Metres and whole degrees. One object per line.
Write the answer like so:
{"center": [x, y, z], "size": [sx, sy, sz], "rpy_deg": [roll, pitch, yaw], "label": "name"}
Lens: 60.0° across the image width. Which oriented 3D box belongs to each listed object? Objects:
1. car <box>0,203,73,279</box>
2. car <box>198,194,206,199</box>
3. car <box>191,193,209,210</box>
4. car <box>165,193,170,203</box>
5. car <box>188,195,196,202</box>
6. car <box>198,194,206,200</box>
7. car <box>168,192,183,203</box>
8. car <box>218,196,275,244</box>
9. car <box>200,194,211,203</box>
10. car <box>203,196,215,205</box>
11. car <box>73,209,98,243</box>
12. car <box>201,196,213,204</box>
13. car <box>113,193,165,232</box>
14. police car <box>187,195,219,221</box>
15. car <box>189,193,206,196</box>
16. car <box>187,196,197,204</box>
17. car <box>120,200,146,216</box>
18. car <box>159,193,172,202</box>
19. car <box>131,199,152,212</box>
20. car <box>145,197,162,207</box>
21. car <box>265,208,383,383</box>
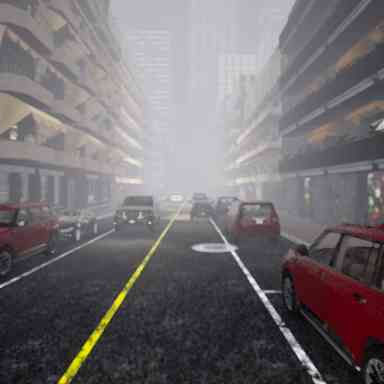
{"center": [-5.689, 1.285, 10.033], "size": [2.192, 1.841, 5.009], "rpy_deg": [-1, 0, 0], "label": "car"}
{"center": [2.725, 1.281, 94.032], "size": [2.008, 1.369, 4.403], "rpy_deg": [-1, 0, 0], "label": "car"}
{"center": [0.921, 1.100, 42.469], "size": [2.150, 2.045, 5.566], "rpy_deg": [0, 0, 0], "label": "car"}
{"center": [-5.671, 1.375, 60.452], "size": [2.008, 1.369, 4.403], "rpy_deg": [-1, 0, 0], "label": "car"}
{"center": [0.035, 1.301, 72.767], "size": [1.812, 1.442, 4.674], "rpy_deg": [0, 0, 0], "label": "car"}
{"center": [2.722, 1.311, 88.429], "size": [1.947, 1.339, 4.313], "rpy_deg": [-1, 0, 0], "label": "car"}
{"center": [-2.969, 1.111, 65.072], "size": [2.150, 2.045, 5.566], "rpy_deg": [0, 0, 0], "label": "car"}
{"center": [2.684, 1.269, 15.603], "size": [2.192, 1.841, 5.009], "rpy_deg": [-1, 0, 0], "label": "car"}
{"center": [2.710, 1.248, 66.021], "size": [1.967, 1.590, 4.097], "rpy_deg": [-1, 0, 0], "label": "car"}
{"center": [2.706, 1.365, 54.987], "size": [1.752, 1.417, 4.829], "rpy_deg": [-1, 0, 0], "label": "car"}
{"center": [-5.700, 1.504, 15.636], "size": [2.008, 1.369, 4.403], "rpy_deg": [-1, 0, 0], "label": "car"}
{"center": [2.709, 1.390, 60.420], "size": [1.947, 1.339, 4.313], "rpy_deg": [-1, 0, 0], "label": "car"}
{"center": [-3.088, 1.162, 19.878], "size": [2.150, 2.045, 5.566], "rpy_deg": [0, 0, 0], "label": "car"}
{"center": [0.810, 1.347, 26.555], "size": [1.930, 1.638, 5.238], "rpy_deg": [0, 0, 1], "label": "police car"}
{"center": [0.916, 1.244, 36.409], "size": [2.097, 1.767, 4.553], "rpy_deg": [0, 0, 0], "label": "car"}
{"center": [0.029, 1.421, 61.730], "size": [1.895, 1.301, 4.718], "rpy_deg": [0, 0, 0], "label": "car"}
{"center": [-5.685, 1.487, 32.442], "size": [1.802, 1.307, 4.206], "rpy_deg": [-1, 0, 0], "label": "car"}
{"center": [-5.669, 1.107, 71.656], "size": [2.192, 1.841, 5.009], "rpy_deg": [-1, 0, 0], "label": "car"}
{"center": [-5.682, 1.470, 38.044], "size": [1.802, 1.307, 4.206], "rpy_deg": [-1, 0, 0], "label": "car"}
{"center": [-5.677, 1.407, 49.249], "size": [2.008, 1.369, 4.403], "rpy_deg": [-1, 0, 0], "label": "car"}
{"center": [2.679, 1.302, 4.399], "size": [2.192, 1.841, 5.009], "rpy_deg": [-1, 0, 0], "label": "car"}
